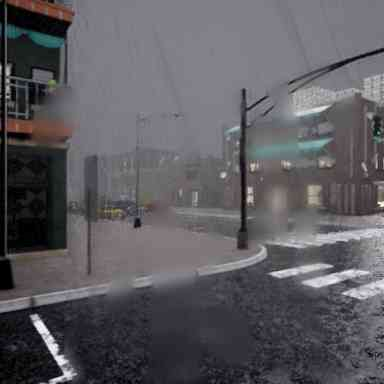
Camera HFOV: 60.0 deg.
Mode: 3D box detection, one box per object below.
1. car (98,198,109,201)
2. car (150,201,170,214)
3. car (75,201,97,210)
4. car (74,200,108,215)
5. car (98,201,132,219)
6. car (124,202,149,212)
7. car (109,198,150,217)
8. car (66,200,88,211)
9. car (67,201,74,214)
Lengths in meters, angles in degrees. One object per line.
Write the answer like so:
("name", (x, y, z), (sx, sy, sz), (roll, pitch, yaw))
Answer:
("car", (-12.142, 2.045, 48.512), (1.837, 1.490, 4.892), (0, -1, -35))
("car", (-4.528, 1.873, 42.422), (1.967, 1.590, 4.097), (-1, 0, -36))
("car", (-18.179, 2.212, 56.886), (2.033, 1.411, 5.357), (0, -1, -36))
("car", (-11.396, 1.965, 37.548), (2.008, 1.369, 4.403), (-1, 0, -36))
("car", (-8.041, 1.869, 32.759), (1.752, 1.417, 4.829), (-1, 0, -36))
("car", (-7.842, 2.083, 47.027), (1.802, 1.307, 4.206), (-1, 0, -36))
("car", (-6.788, 1.720, 35.613), (2.097, 1.767, 4.553), (0, -1, -36))
("car", (-17.715, 2.096, 51.074), (1.882, 1.535, 5.008), (0, -1, -36))
("car", (-14.667, 1.923, 42.189), (1.967, 1.590, 4.097), (-1, 0, -36))
